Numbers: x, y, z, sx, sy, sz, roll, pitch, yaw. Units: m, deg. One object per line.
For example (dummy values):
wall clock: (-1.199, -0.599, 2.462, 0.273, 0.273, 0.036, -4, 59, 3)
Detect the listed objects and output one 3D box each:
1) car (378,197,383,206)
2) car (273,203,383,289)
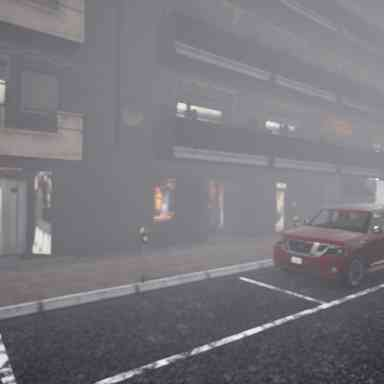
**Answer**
car: (32.421, 1.537, 52.728, 1.752, 1.417, 4.829, 1, -1, -35)
car: (4.517, 1.283, 9.294, 5.009, 1.841, 2.192, 0, 1, -35)
